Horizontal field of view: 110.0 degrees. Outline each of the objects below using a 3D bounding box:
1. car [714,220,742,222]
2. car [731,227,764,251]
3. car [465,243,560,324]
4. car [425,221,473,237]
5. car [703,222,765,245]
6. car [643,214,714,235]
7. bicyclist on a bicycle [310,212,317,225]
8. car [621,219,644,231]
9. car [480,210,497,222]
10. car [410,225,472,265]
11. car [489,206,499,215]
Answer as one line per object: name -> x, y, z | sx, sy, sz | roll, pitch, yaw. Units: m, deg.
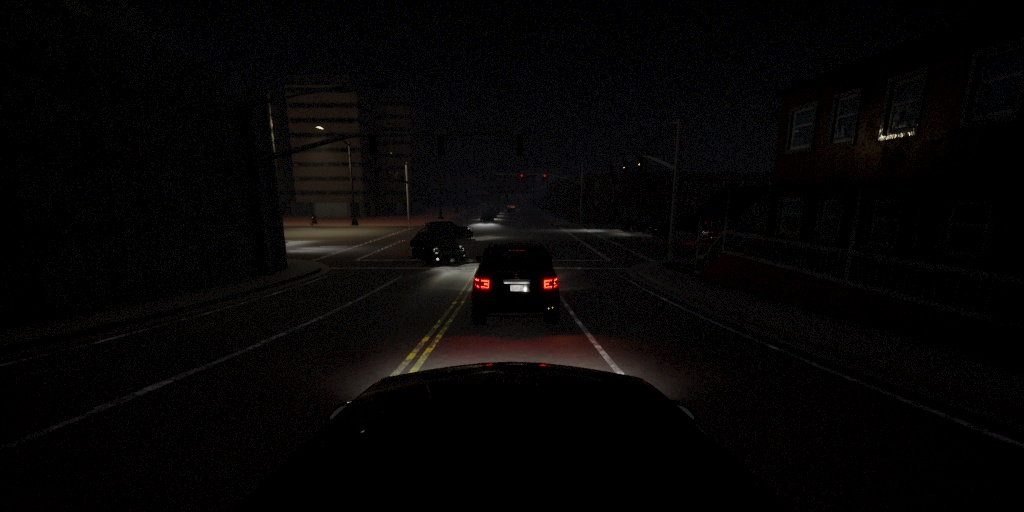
car -> 23.850, -3.550, 40.094 | 4.674, 1.442, 1.812 | 0, 10, 0
car -> 18.886, -1.131, 26.117 | 4.181, 1.385, 1.994 | 0, 10, 0
car -> 0.067, 0.605, 10.697 | 2.150, 2.045, 5.566 | 0, 4, -1
car -> -5.815, -2.346, 31.932 | 4.553, 1.767, 2.097 | -5, 11, -29
car -> 18.895, -1.777, 29.557 | 4.892, 1.490, 1.837 | 0, 10, 0
car -> 16.893, -3.265, 36.612 | 5.566, 2.045, 2.150 | 0, 10, 0
bicyclist on a bicycle -> -25.356, -4.769, 45.818 | 0.582, 1.620, 1.656 | 0, 10, 0
car -> 14.772, -3.483, 40.139 | 4.718, 1.301, 1.895 | 0, 10, 0
car -> -3.702, -5.863, 54.075 | 1.895, 1.301, 4.718 | 0, 10, 0
car -> -4.593, -0.629, 21.873 | 2.097, 1.767, 4.553 | -7, 12, -33
car -> -3.695, -7.428, 62.823 | 1.812, 1.442, 4.674 | 0, 10, 0
